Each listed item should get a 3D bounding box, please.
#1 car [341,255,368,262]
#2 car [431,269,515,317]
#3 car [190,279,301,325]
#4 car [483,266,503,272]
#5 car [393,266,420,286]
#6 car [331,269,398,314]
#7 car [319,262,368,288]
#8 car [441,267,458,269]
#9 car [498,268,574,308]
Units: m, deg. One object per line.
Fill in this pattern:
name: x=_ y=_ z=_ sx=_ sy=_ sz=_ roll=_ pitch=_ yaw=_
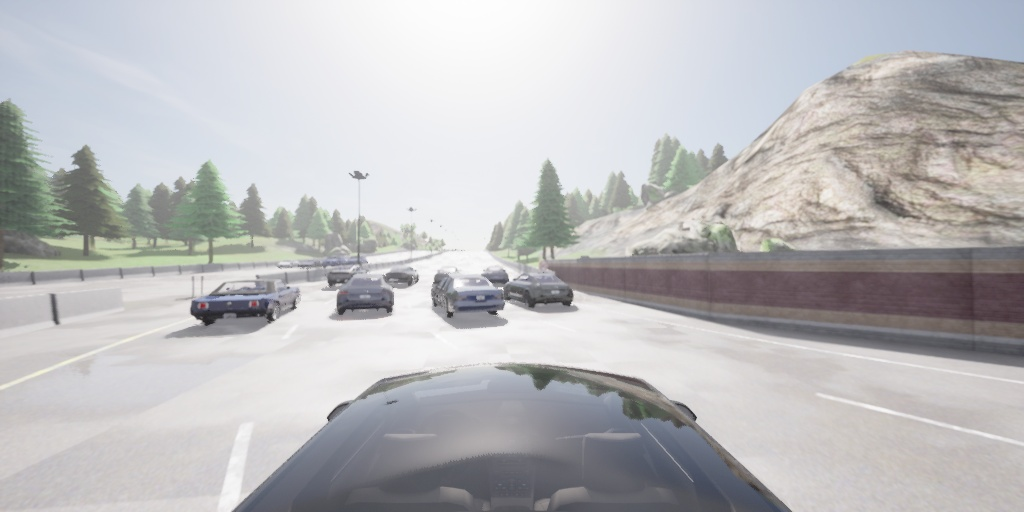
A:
car: x=-25.669 y=0.933 z=59.398 sx=2.150 sy=2.045 sz=5.566 roll=0 pitch=1 yaw=-5
car: x=-1.873 y=1.387 z=13.726 sx=2.033 sy=1.411 sz=5.357 roll=0 pitch=0 yaw=-20
car: x=-8.757 y=1.441 z=12.322 sx=1.895 sy=1.301 sz=4.718 roll=0 pitch=0 yaw=-19
car: x=-1.318 y=1.479 z=27.868 sx=1.994 sy=1.385 sz=4.181 roll=0 pitch=0 yaw=-5
car: x=-8.292 y=1.453 z=27.268 sx=1.812 sy=1.442 sz=4.674 roll=0 pitch=0 yaw=-5
car: x=-5.793 y=1.416 z=14.543 sx=1.994 sy=1.385 sz=4.181 roll=0 pitch=0 yaw=-18
car: x=-11.693 y=1.426 z=26.090 sx=2.128 sy=1.511 sz=4.902 roll=0 pitch=0 yaw=-6
car: x=-4.778 y=1.486 z=27.302 sx=1.994 sy=1.385 sz=4.181 roll=0 pitch=0 yaw=-5
car: x=1.051 y=1.415 z=16.037 sx=1.994 sy=1.385 sz=4.181 roll=0 pitch=-1 yaw=-19
